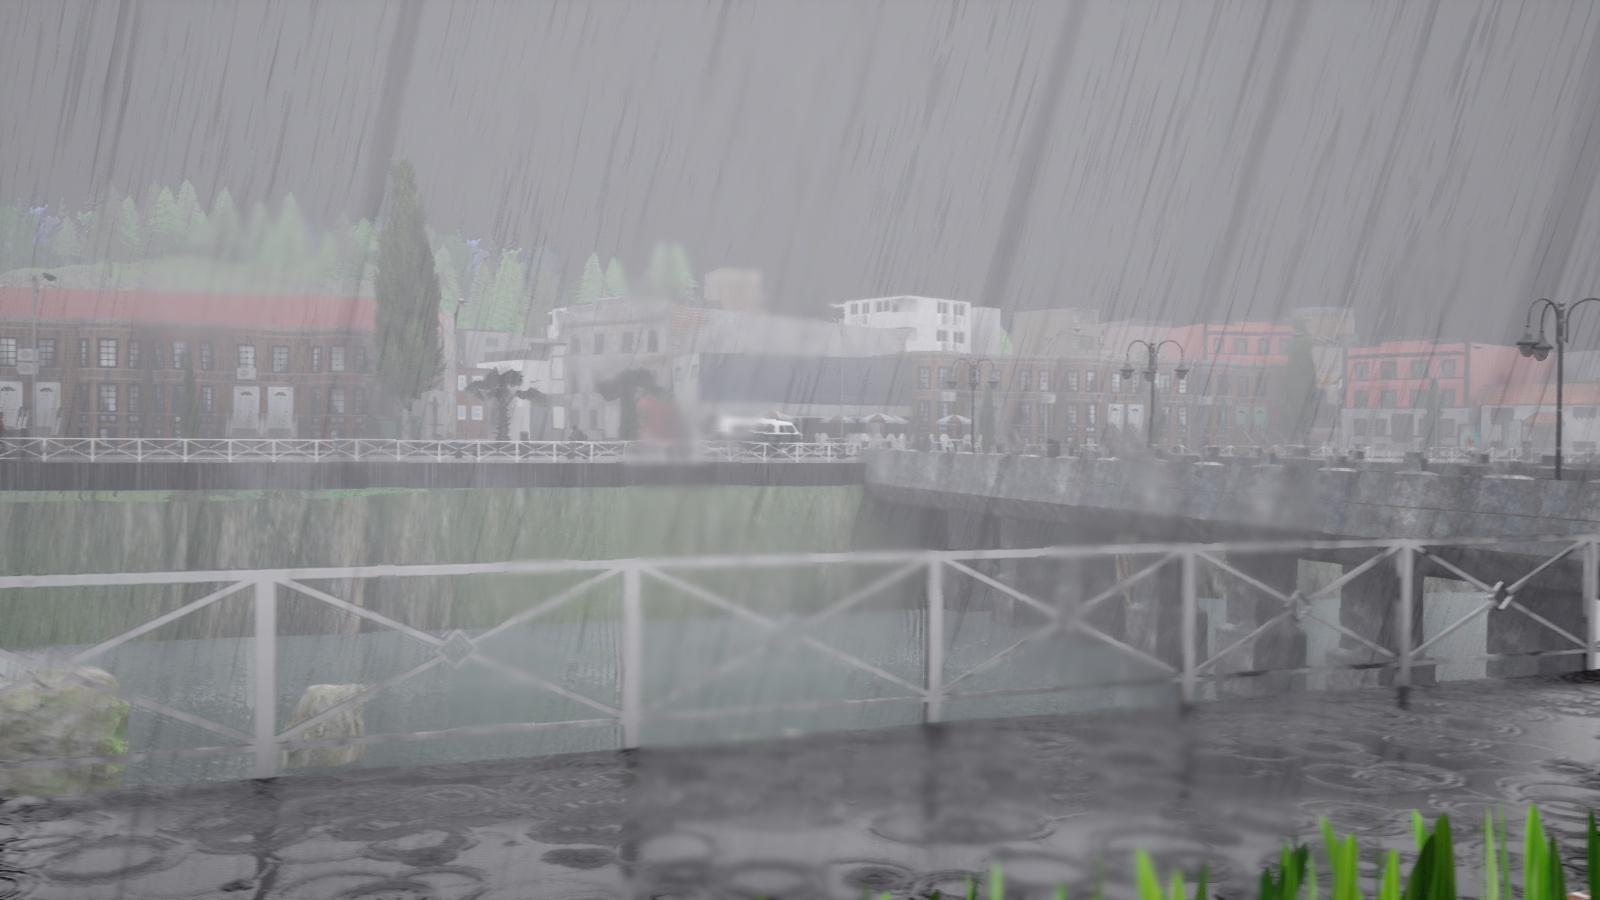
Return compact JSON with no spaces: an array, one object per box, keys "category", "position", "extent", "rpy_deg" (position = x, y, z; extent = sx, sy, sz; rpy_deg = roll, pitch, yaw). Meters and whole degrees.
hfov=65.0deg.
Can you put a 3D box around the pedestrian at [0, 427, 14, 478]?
[{"category":"pedestrian","position":[-29.022,0.078,45.697],"extent":[0.636,1.846,0.331],"rpy_deg":[-1,1,-21]}]

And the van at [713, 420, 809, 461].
[{"category":"van","position":[-2.022,-0.509,64.693],"extent":[4.480,2.038,2.069],"rpy_deg":[-1,1,-21]}]
